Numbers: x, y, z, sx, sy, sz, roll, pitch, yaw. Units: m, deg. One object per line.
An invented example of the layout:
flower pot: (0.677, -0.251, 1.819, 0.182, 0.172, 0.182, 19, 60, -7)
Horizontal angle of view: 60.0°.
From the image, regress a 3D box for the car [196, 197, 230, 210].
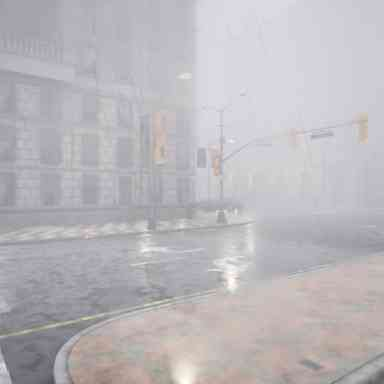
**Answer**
car: (2.325, 1.564, 42.249, 1.994, 1.385, 4.181, 0, 0, -36)

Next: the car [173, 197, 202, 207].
car: (-0.800, 1.547, 52.627, 2.033, 1.411, 5.357, 0, 0, -35)

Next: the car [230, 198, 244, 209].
car: (4.886, 1.505, 44.682, 1.837, 1.490, 4.892, 0, 0, -36)
